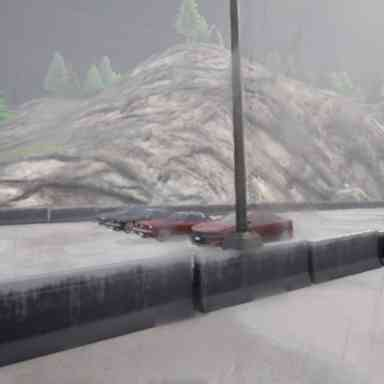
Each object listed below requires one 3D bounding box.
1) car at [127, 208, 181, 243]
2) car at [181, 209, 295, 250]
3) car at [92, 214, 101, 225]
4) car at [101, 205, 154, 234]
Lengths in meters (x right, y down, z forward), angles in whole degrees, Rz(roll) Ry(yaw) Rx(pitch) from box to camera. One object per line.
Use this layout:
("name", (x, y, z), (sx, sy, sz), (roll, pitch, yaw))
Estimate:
("car", (-0.503, 1.638, 16.522), (4.718, 1.301, 1.895), (0, 0, -35))
("car", (2.247, 1.519, 14.182), (5.008, 1.535, 1.882), (0, 0, -35))
("car", (-3.909, 1.588, 22.688), (5.357, 1.411, 2.033), (0, 0, -35))
("car", (-2.547, 1.638, 19.363), (4.718, 1.301, 1.895), (0, 0, -35))
